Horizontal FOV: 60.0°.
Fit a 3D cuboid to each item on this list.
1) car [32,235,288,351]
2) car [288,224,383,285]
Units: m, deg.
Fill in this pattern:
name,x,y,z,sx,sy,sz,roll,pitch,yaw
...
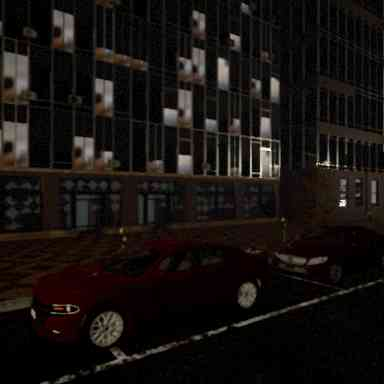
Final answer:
name,x,y,z,sx,sy,sz,roll,pitch,yaw
car,-0.494,1.554,6.200,4.507,1.381,1.887,0,0,-35
car,4.145,1.609,9.501,4.206,1.307,1.802,0,0,-35
